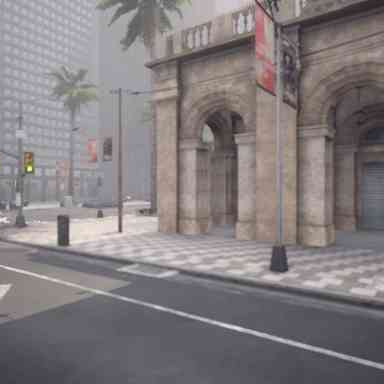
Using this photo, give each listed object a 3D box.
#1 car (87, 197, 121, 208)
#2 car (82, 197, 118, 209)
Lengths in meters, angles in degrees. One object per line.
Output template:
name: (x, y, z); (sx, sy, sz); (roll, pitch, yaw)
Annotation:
car: (-13.438, 1.581, 50.828); (2.161, 1.482, 4.786); (0, 0, 35)
car: (-12.694, 1.609, 46.558); (2.033, 1.411, 5.357); (0, 0, 36)
